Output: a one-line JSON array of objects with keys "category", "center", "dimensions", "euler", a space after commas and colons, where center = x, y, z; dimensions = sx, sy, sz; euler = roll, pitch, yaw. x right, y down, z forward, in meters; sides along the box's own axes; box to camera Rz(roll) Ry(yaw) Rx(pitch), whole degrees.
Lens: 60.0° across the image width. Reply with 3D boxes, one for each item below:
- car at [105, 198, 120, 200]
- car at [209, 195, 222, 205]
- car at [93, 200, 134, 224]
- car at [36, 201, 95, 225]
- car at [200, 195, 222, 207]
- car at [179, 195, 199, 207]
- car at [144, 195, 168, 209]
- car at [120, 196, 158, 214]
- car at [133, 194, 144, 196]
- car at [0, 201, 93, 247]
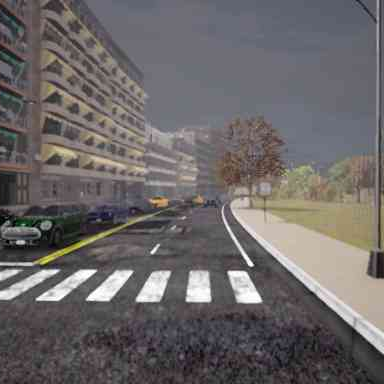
[{"category": "car", "center": [-8.263, 1.366, 34.440], "dimensions": [2.033, 1.411, 5.357], "euler": [0, 0, 5]}, {"category": "car", "center": [3.945, 1.291, 56.103], "dimensions": [1.812, 1.442, 4.674], "euler": [0, 0, 8]}, {"category": "car", "center": [-5.830, 1.471, 23.508], "dimensions": [1.895, 1.301, 4.718], "euler": [0, 0, 4]}, {"category": "car", "center": [-9.031, 1.411, 24.312], "dimensions": [2.033, 1.411, 5.357], "euler": [0, 0, 3]}, {"category": "car", "center": [2.621, 1.337, 45.523], "dimensions": [2.033, 1.411, 5.357], "euler": [0, 0, 6]}, {"category": "car", "center": [-0.614, 1.277, 45.840], "dimensions": [2.128, 1.511, 4.902], "euler": [0, 0, 6]}, {"category": "car", "center": [-4.286, 1.271, 42.084], "dimensions": [1.882, 1.535, 5.008], "euler": [0, 0, 6]}, {"category": "car", "center": [-5.121, 1.374, 33.133], "dimensions": [2.033, 1.411, 5.357], "euler": [0, 0, 5]}, {"category": "car", "center": [-7.279, 1.134, 44.638], "dimensions": [2.097, 1.767, 4.553], "euler": [0, 0, 6]}, {"category": "car", "center": [-6.253, 1.264, 14.523], "dimensions": [2.097, 1.767, 4.553], "euler": [0, 0, 2]}]
